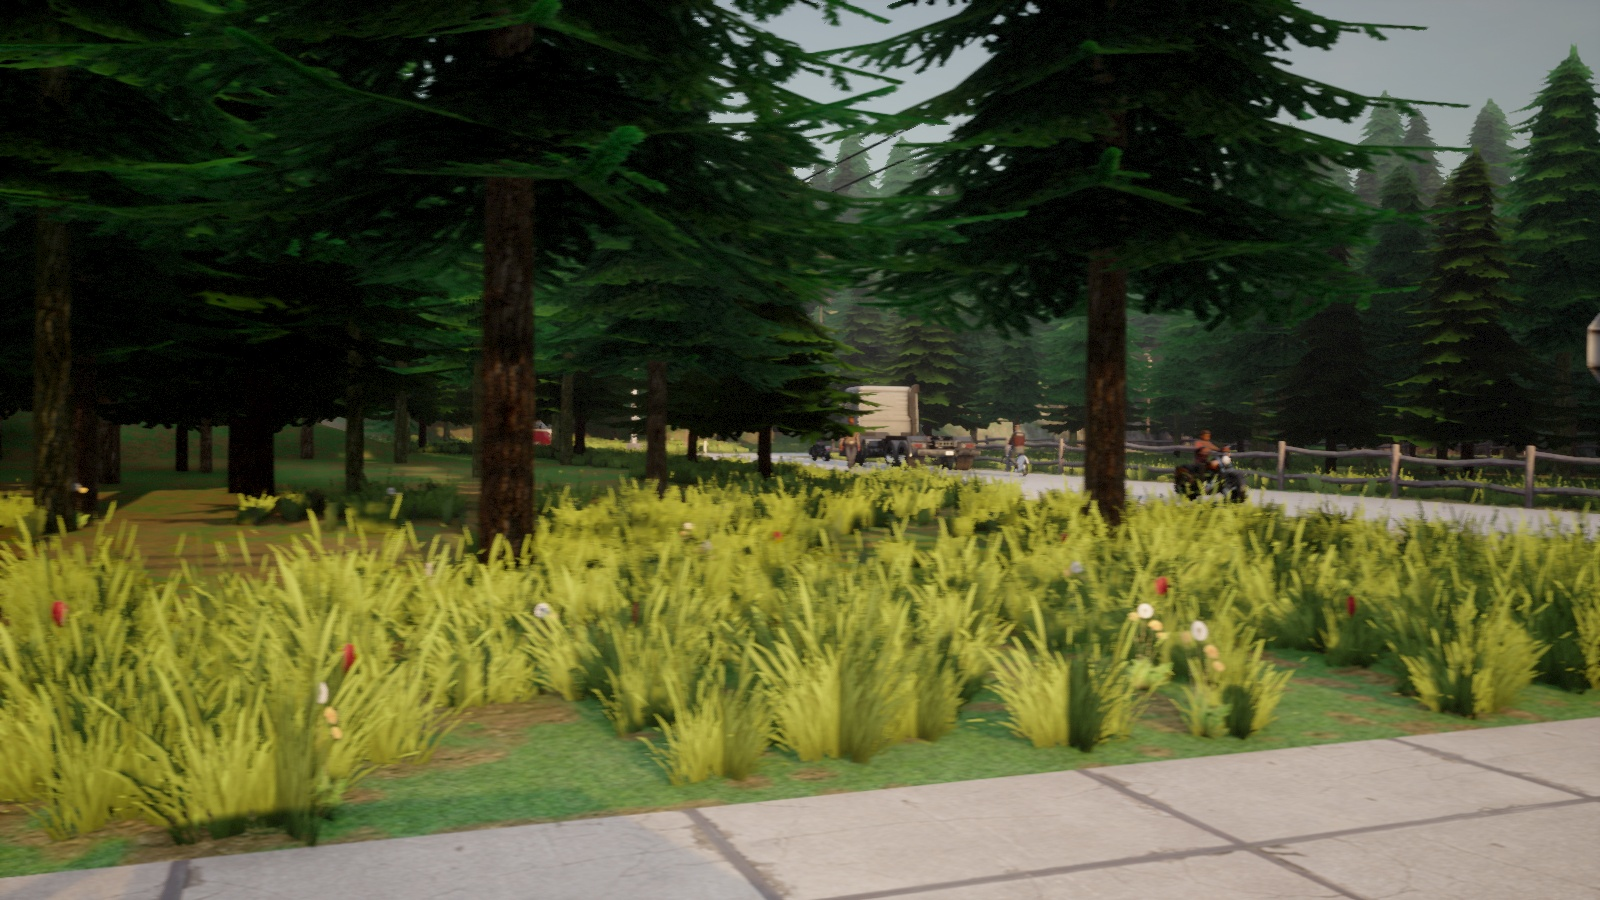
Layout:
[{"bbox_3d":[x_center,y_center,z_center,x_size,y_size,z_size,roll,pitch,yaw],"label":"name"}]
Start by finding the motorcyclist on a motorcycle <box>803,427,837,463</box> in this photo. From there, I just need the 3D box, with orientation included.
[{"bbox_3d":[0.950,-0.259,59.581,0.766,1.649,2.350,-1,1,-21],"label":"motorcyclist on a motorcycle"}]

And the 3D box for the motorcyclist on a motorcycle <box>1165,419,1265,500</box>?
[{"bbox_3d":[8.907,0.177,27.044,0.766,1.649,2.350,-1,1,-19],"label":"motorcyclist on a motorcycle"}]

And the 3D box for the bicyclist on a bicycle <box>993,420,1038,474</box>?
[{"bbox_3d":[7.221,-0.122,42.105,0.659,1.776,1.843,-1,1,-20],"label":"bicyclist on a bicycle"}]

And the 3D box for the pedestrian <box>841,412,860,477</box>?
[{"bbox_3d":[1.425,-0.159,35.400,0.328,1.805,0.869,-1,1,-11],"label":"pedestrian"}]

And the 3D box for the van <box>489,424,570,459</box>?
[{"bbox_3d":[-15.951,-0.508,73.928,4.442,1.987,1.775,0,1,24],"label":"van"}]

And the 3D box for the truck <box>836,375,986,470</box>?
[{"bbox_3d":[4.255,-1.077,50.375,2.891,3.462,7.936,-1,1,-20],"label":"truck"}]
